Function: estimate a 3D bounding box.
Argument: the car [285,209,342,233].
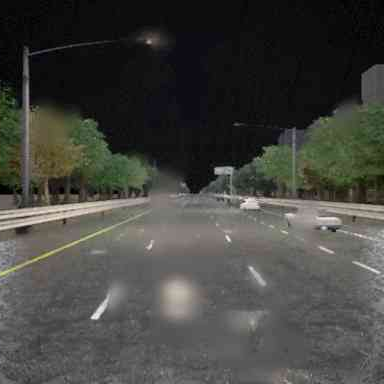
[{"bbox_3d":[7.023,1.646,19.896,1.895,1.301,4.718,0,0,0],"label":"car"}]

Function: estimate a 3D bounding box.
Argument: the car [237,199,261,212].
[{"bbox_3d":[7.096,1.637,40.845,1.812,1.442,4.674,0,0,0],"label":"car"}]

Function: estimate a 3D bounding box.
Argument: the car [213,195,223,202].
[{"bbox_3d":[7.439,1.754,88.408,1.837,1.490,4.892,0,0,1],"label":"car"}]

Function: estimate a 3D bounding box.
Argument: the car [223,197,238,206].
[{"bbox_3d":[7.194,1.651,58.260,2.128,1.511,4.902,0,0,0],"label":"car"}]
